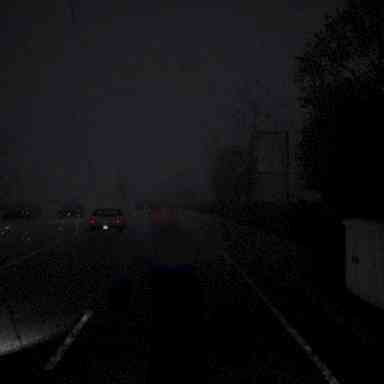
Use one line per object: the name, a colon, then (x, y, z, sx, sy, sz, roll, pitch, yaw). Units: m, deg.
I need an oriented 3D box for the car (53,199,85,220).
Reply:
car: (-10.290, 1.594, 28.642, 1.994, 1.385, 4.181, 0, 0, -12)

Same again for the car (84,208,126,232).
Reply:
car: (-5.019, 1.622, 20.248, 1.895, 1.301, 4.718, 0, 0, -8)

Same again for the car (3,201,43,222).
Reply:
car: (-13.447, 1.509, 26.691, 1.882, 1.535, 5.008, 0, 0, -12)

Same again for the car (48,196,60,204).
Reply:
car: (-27.579, 1.564, 66.518, 1.812, 1.442, 4.674, 0, 0, -28)

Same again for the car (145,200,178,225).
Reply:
car: (-2.170, 1.570, 24.654, 2.033, 1.411, 5.357, 0, 0, -10)

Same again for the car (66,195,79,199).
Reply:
car: (-24.563, 1.397, 68.297, 2.097, 1.767, 4.553, 0, 0, -28)

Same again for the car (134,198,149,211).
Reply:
car: (-6.179, 1.532, 41.811, 2.128, 1.511, 4.902, 0, 0, -16)
